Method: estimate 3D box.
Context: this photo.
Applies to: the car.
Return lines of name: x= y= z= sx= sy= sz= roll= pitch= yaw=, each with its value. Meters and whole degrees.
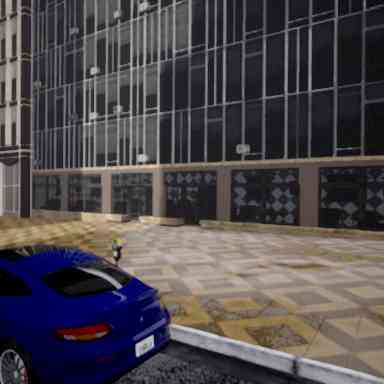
car: x=-2.467 y=1.527 z=4.890 sx=4.674 sy=1.442 sz=1.812 roll=0 pitch=0 yaw=32
